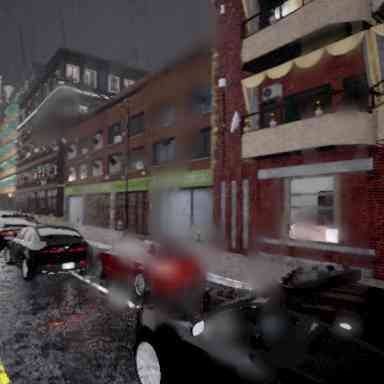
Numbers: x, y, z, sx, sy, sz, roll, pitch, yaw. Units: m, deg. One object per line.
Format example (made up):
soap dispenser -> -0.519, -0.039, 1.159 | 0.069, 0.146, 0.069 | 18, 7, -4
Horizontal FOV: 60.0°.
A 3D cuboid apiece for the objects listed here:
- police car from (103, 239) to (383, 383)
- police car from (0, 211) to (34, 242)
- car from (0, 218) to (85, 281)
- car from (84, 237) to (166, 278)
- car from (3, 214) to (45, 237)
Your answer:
police car -> 1.126, 1.568, 3.254 | 1.930, 1.638, 5.238 | 2, -3, -37
police car -> -8.578, 1.885, 15.973 | 1.930, 1.638, 5.238 | 2, -3, -37
car -> -4.874, 1.843, 11.113 | 1.837, 1.490, 4.892 | 2, -3, -37
car -> -1.295, 1.906, 9.297 | 1.802, 1.307, 4.206 | 3, -3, -37
car -> -11.646, 2.246, 22.865 | 1.802, 1.307, 4.206 | 3, -3, -37
